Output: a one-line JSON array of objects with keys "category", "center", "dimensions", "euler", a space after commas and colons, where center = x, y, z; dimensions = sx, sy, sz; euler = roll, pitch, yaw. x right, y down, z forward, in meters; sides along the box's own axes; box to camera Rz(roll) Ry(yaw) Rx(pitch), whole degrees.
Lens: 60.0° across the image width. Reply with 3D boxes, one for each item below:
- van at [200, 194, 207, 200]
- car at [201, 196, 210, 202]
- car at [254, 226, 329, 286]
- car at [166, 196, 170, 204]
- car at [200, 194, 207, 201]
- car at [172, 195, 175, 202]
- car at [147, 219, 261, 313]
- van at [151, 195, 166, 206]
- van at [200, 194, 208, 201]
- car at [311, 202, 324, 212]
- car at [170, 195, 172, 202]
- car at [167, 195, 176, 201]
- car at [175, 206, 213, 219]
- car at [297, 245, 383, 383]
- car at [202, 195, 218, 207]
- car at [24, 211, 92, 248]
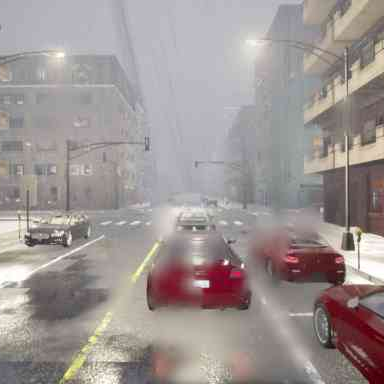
[{"category": "van", "center": [3.150, 1.349, 92.448], "dimensions": [1.690, 1.788, 3.998], "euler": [1, 0, 0]}, {"category": "car", "center": [3.033, 1.590, 75.437], "dimensions": [1.802, 1.307, 4.206], "euler": [1, 0, 0]}, {"category": "car", "center": [2.670, 1.584, 9.057], "dimensions": [1.802, 1.307, 4.206], "euler": [1, 0, 0]}, {"category": "car", "center": [-5.460, 1.574, 58.506], "dimensions": [1.947, 1.339, 4.313], "euler": [1, 0, 0]}, {"category": "car", "center": [2.995, 1.558, 69.767], "dimensions": [2.008, 1.369, 4.403], "euler": [1, 0, 0]}, {"category": "car", "center": [-5.347, 1.575, 75.518], "dimensions": [1.947, 1.339, 4.313], "euler": [1, 0, 0]}, {"category": "car", "center": [0.108, 1.566, 7.779], "dimensions": [1.994, 1.385, 4.181], "euler": [0, 0, -1]}, {"category": "van", "center": [-5.570, 1.349, 52.843], "dimensions": [1.690, 1.788, 3.998], "euler": [1, 0, 0]}, {"category": "van", "center": [3.112, 1.349, 86.777], "dimensions": [1.690, 1.788, 3.998], "euler": [1, 0, 0]}, {"category": "car", "center": [15.558, 1.518, 36.948], "dimensions": [4.507, 1.381, 1.887], "euler": [0, -1, 1]}, {"category": "car", "center": [-5.421, 1.448, 64.176], "dimensions": [1.967, 1.590, 4.097], "euler": [1, 0, 0]}, {"category": "car", "center": [-5.271, 1.554, 86.858], "dimensions": [1.887, 1.381, 4.507], "euler": [1, 0, 0]}, {"category": "car", "center": [0.107, 1.604, 16.597], "dimensions": [1.895, 1.301, 4.718], "euler": [0, 0, 0]}, {"category": "car", "center": [2.669, 1.583, 3.386], "dimensions": [1.802, 1.307, 4.206], "euler": [1, 0, 0]}, {"category": "car", "center": [2.978, 1.558, 51.179], "dimensions": [2.008, 1.369, 4.403], "euler": [1, 0, 0]}, {"category": "car", "center": [-5.766, 1.554, 14.798], "dimensions": [2.008, 1.369, 4.403], "euler": [1, 0, 0]}]
